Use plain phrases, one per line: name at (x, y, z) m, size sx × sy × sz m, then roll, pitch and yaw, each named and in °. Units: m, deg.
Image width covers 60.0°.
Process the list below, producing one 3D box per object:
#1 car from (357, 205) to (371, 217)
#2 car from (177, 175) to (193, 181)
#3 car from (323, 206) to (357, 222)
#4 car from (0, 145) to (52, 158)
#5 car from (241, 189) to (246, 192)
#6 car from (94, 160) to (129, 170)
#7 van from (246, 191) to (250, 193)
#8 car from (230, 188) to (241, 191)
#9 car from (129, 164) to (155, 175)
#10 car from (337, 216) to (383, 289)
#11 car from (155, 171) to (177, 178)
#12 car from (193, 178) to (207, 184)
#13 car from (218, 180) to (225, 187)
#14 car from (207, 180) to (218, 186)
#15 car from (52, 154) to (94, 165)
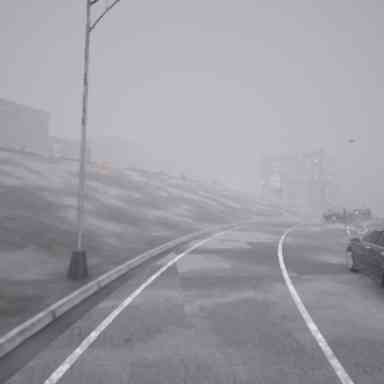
car at (20.598, 2.375, 40.730) m, size 1.812 × 1.442 × 4.674 m, roll -1°, pitch -2°, yaw 37°
car at (-2.308, -2.150, 56.572) m, size 2.002 × 1.452 × 4.674 m, roll -1°, pitch -4°, yaw 29°
car at (13.838, 2.104, 31.291) m, size 1.895 × 1.301 × 4.718 m, roll -1°, pitch -2°, yaw 35°
car at (-17.030, -3.795, 32.982) m, size 2.231 × 1.521 × 4.892 m, roll -1°, pitch -4°, yaw 35°
car at (11.847, 0.132, 86.553) m, size 2.002 × 1.452 × 4.674 m, roll 0°, pitch -5°, yaw 22°
car at (-10.861, -3.164, 42.184) m, size 2.097 × 1.535 × 5.008 m, roll -1°, pitch -4°, yaw 33°
van at (13.926, 0.337, 91.832) m, size 1.878 × 1.987 × 4.442 m, roll 0°, pitch -5°, yaw 21°
car at (9.746, -0.304, 81.443) m, size 2.002 × 1.452 × 4.674 m, roll 0°, pitch -4°, yaw 23°
car at (-7.937, -2.970, 46.868) m, size 2.185 × 1.767 × 4.553 m, roll -1°, pitch -4°, yaw 32°
car at (5.251, 1.605, 8.147) m, size 1.837 × 1.490 × 4.892 m, roll 1°, pitch 0°, yaw 10°
car at (-5.025, -2.482, 51.779) m, size 2.163 × 1.488 × 4.792 m, roll -1°, pitch -4°, yaw 31°
car at (0.260, -1.870, 61.339) m, size 2.231 × 1.521 × 4.892 m, roll -1°, pitch -4°, yaw 28°
car at (5.274, -1.398, 71.397) m, size 2.435 × 2.045 × 5.566 m, roll 0°, pitch -4°, yaw 26°
car at (2.819, -1.645, 66.357) m, size 2.185 × 1.767 × 4.553 m, roll 0°, pitch -4°, yaw 27°
car at (-13.897, -3.443, 37.548) m, size 2.002 × 1.452 × 4.674 m, roll -1°, pitch -4°, yaw 34°
